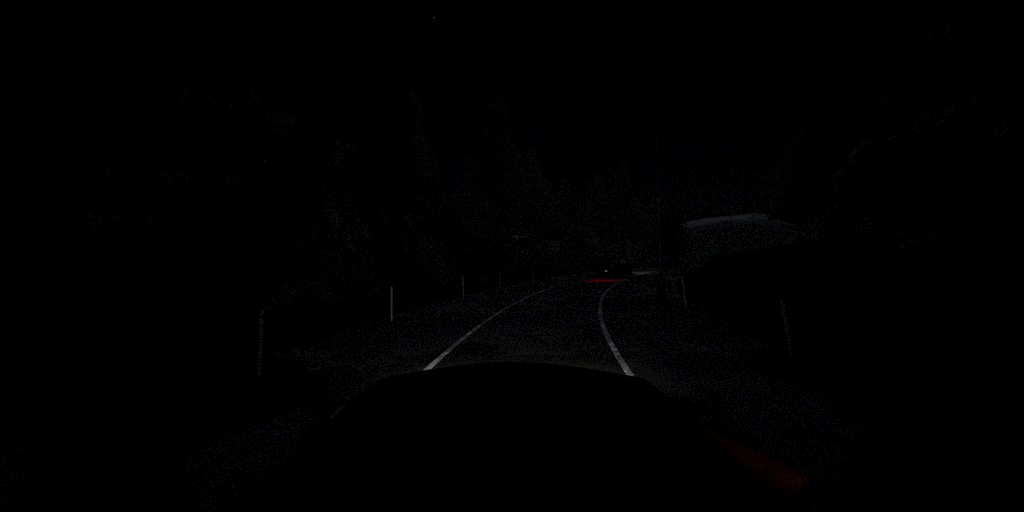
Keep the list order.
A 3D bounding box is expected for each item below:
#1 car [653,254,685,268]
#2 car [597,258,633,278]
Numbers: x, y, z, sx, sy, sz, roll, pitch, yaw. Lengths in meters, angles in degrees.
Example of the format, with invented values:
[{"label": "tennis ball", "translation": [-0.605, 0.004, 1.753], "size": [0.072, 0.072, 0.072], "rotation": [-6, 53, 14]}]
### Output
[{"label": "car", "translation": [17.755, 0.523, 40.486], "size": [5.008, 1.535, 1.882], "rotation": [-2, -2, -43]}, {"label": "car", "translation": [8.416, 0.904, 29.199], "size": [1.882, 1.535, 5.008], "rotation": [-3, 0, 32]}]
